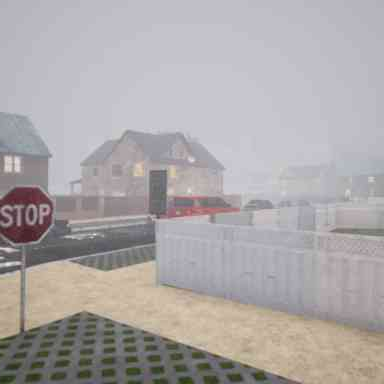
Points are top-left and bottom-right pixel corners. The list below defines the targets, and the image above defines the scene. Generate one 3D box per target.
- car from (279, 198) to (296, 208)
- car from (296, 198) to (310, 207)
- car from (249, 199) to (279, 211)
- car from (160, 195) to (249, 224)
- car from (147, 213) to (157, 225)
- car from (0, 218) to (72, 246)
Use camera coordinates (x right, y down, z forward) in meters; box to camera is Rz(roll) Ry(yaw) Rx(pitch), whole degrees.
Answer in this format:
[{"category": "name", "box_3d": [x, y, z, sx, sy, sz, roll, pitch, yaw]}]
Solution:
[{"category": "car", "box_3d": [13.091, 1.577, 46.628, 1.994, 1.385, 4.181, 1, 0, 13]}, {"category": "car", "box_3d": [16.218, 1.571, 49.106, 2.033, 1.411, 5.357, 1, 0, 11]}, {"category": "car", "box_3d": [6.528, 1.448, 32.607, 1.837, 1.490, 4.892, 2, 1, 33]}, {"category": "car", "box_3d": [0.919, 1.237, 20.122, 2.150, 2.045, 5.566, 2, 1, 39]}, {"category": "car", "box_3d": [-0.907, 1.436, 22.440, 2.128, 1.511, 4.902, 2, 1, 37]}, {"category": "car", "box_3d": [-7.533, 1.503, 13.332, 2.033, 1.411, 5.357, 2, 1, 34]}]
